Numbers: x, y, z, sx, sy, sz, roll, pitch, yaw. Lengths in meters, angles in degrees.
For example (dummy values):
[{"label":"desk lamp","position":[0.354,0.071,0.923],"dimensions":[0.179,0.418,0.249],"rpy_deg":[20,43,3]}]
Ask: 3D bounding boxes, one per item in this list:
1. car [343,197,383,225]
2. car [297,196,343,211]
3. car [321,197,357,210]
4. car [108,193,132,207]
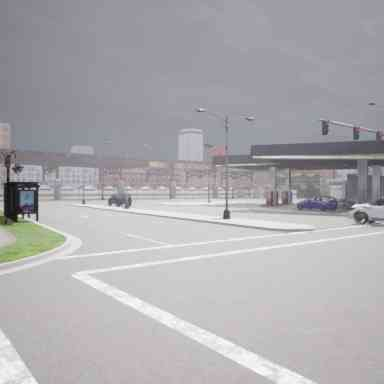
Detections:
[{"label":"car","position":[13.545,1.227,22.270],"dimensions":[2.150,2.045,5.566],"rpy_deg":[-1,1,-41]},{"label":"car","position":[14.343,1.302,38.345],"dimensions":[2.242,1.667,4.611],"rpy_deg":[0,0,-35]},{"label":"car","position":[18.617,1.464,42.259],"dimensions":[1.970,1.475,3.806],"rpy_deg":[0,0,-35]},{"label":"car","position":[-11.347,1.227,52.236],"dimensions":[2.150,2.045,5.566],"rpy_deg":[0,0,-35]}]
